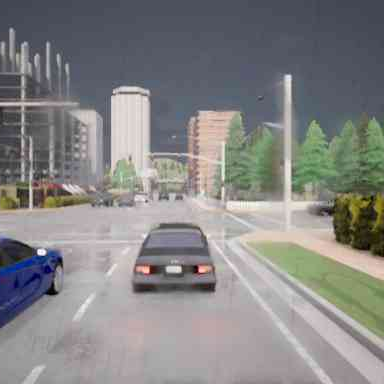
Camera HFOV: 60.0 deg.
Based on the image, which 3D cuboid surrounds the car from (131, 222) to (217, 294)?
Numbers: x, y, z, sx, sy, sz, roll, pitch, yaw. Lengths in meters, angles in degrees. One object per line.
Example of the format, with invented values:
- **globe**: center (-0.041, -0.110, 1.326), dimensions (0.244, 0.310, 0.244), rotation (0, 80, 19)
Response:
- **car**: center (-0.421, 1.519, 8.857), dimensions (2.033, 1.411, 5.357), rotation (0, 0, -2)

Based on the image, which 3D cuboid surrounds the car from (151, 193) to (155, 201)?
- **car**: center (-10.008, 1.295, 77.662), dimensions (1.994, 1.385, 4.181), rotation (0, 0, -2)

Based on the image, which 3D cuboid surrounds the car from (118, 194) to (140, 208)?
- **car**: center (-8.892, 1.403, 45.733), dimensions (2.033, 1.411, 5.357), rotation (0, 0, -2)

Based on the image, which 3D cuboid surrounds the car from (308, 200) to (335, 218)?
- **car**: center (12.451, 1.391, 28.237), dimensions (5.008, 1.535, 1.882), rotation (0, 0, -1)

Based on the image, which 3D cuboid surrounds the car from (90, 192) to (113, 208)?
- **car**: center (-12.415, 1.074, 46.261), dimensions (2.150, 2.045, 5.566), rotation (0, 0, -2)

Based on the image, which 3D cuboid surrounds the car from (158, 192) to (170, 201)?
- **car**: center (-6.414, 0.981, 75.239), dimensions (2.150, 2.045, 5.566), rotation (0, 0, -2)

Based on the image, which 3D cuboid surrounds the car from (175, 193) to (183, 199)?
- **car**: center (-3.277, 1.061, 84.905), dimensions (1.837, 1.490, 4.892), rotation (0, 0, -2)

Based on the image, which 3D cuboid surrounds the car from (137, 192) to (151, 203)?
- **car**: center (-9.479, 1.025, 62.526), dimensions (2.150, 2.045, 5.566), rotation (0, 0, -2)

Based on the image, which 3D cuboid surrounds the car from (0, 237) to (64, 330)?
- **car**: center (-3.731, 1.459, 5.558), dimensions (1.882, 1.535, 5.008), rotation (0, 0, -3)

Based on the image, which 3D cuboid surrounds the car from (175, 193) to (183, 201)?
- **car**: center (-2.928, 1.256, 75.692), dimensions (1.837, 1.490, 4.892), rotation (0, 0, -2)

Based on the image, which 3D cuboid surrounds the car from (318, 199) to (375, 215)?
- **car**: center (14.671, 1.428, 31.747), dimensions (4.674, 1.442, 1.812), rotation (0, 0, -1)

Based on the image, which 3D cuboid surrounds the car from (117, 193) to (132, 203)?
- **car**: center (-13.034, 1.147, 64.466), dimensions (2.097, 1.767, 4.553), rotation (0, 0, -2)

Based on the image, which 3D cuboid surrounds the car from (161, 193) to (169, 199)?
- **car**: center (-6.774, 1.085, 84.773), dimensions (1.812, 1.442, 4.674), rotation (0, 0, -2)
